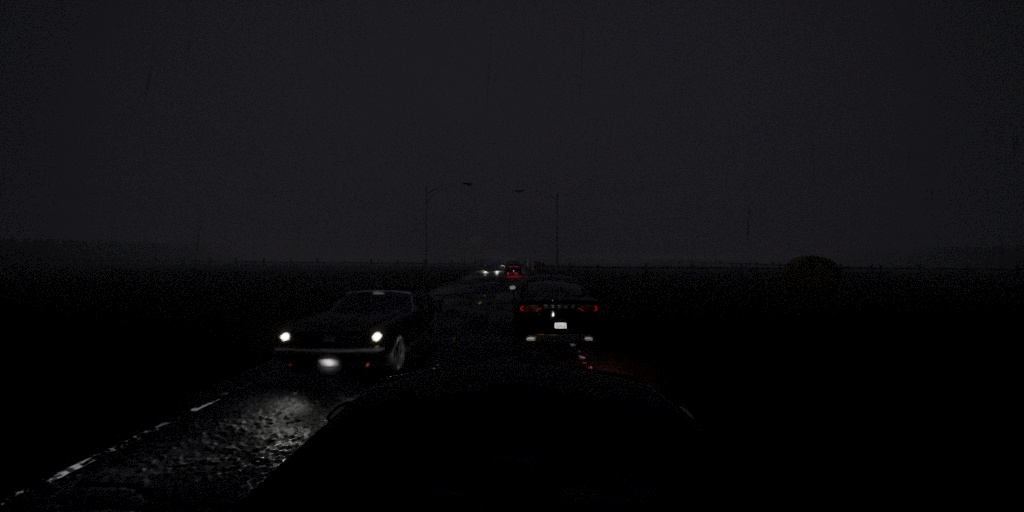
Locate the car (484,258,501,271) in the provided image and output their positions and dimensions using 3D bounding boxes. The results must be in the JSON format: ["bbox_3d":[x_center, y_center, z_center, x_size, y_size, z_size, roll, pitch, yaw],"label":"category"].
[{"bbox_3d":[-2.840,1.218,49.552,1.882,1.535,5.008,0,0,0],"label":"car"}]

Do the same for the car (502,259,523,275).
[{"bbox_3d":[0.103,1.250,38.748,1.837,1.490,4.892,0,0,-2],"label":"car"}]

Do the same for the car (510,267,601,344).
[{"bbox_3d":[0.963,1.228,9.580,1.882,1.535,5.008,0,0,0],"label":"car"}]

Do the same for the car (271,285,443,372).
[{"bbox_3d":[-2.849,1.351,7.785,1.895,1.301,4.718,0,0,0],"label":"car"}]
